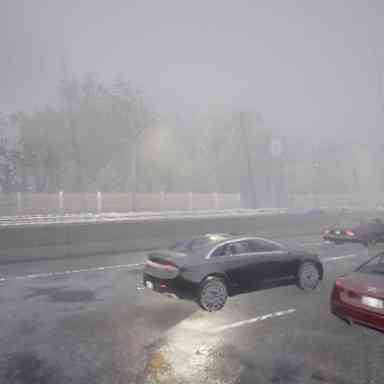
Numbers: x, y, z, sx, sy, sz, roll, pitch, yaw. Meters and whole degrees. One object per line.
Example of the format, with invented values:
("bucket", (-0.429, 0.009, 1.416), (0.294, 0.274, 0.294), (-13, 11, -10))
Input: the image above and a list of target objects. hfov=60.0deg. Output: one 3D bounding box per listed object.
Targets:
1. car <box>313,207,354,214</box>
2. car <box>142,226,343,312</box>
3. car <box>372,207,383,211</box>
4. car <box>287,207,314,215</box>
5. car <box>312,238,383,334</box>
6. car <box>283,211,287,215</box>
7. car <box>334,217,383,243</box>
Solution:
("car", (16.481, 2.504, 37.800), (4.892, 1.490, 1.837), (0, -2, -30))
("car", (1.189, 1.767, 8.331), (4.902, 1.511, 2.128), (0, -2, -30))
("car", (21.011, 2.391, 36.398), (4.674, 1.442, 1.812), (0, -2, -30))
("car", (14.463, 2.614, 40.669), (5.008, 1.535, 1.882), (0, -2, -30))
("car", (4.569, 1.703, 6.253), (4.181, 1.385, 1.994), (0, -2, -30))
("car", (14.414, 2.782, 44.689), (4.892, 1.490, 1.837), (0, -2, -30))
("car", (9.063, 1.970, 17.006), (5.357, 1.411, 2.033), (0, -2, -30))
